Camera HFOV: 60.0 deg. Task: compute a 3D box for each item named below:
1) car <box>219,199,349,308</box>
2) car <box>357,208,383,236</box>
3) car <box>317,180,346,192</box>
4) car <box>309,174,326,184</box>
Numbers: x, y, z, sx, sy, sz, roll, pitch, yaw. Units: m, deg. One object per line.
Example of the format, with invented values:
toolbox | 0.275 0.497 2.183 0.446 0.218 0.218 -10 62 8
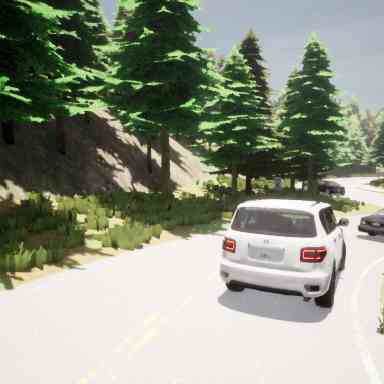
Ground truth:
car | 2.551 1.198 8.361 2.150 2.045 5.566 3 2 27
car | 10.132 1.410 15.807 5.357 1.411 2.033 -1 5 -32
car | 16.074 -0.561 38.909 1.882 1.535 5.008 -1 5 -2
car | 22.063 -2.333 58.231 1.882 1.535 5.008 3 6 31
